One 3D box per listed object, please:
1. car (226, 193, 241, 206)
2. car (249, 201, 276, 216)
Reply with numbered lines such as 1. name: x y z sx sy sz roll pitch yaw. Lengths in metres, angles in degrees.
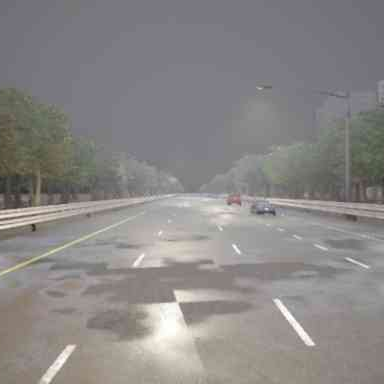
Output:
1. car: 7.018 1.271 56.502 2.150 2.045 5.566 0 0 0
2. car: 6.997 1.573 33.194 1.994 1.385 4.181 0 0 0
